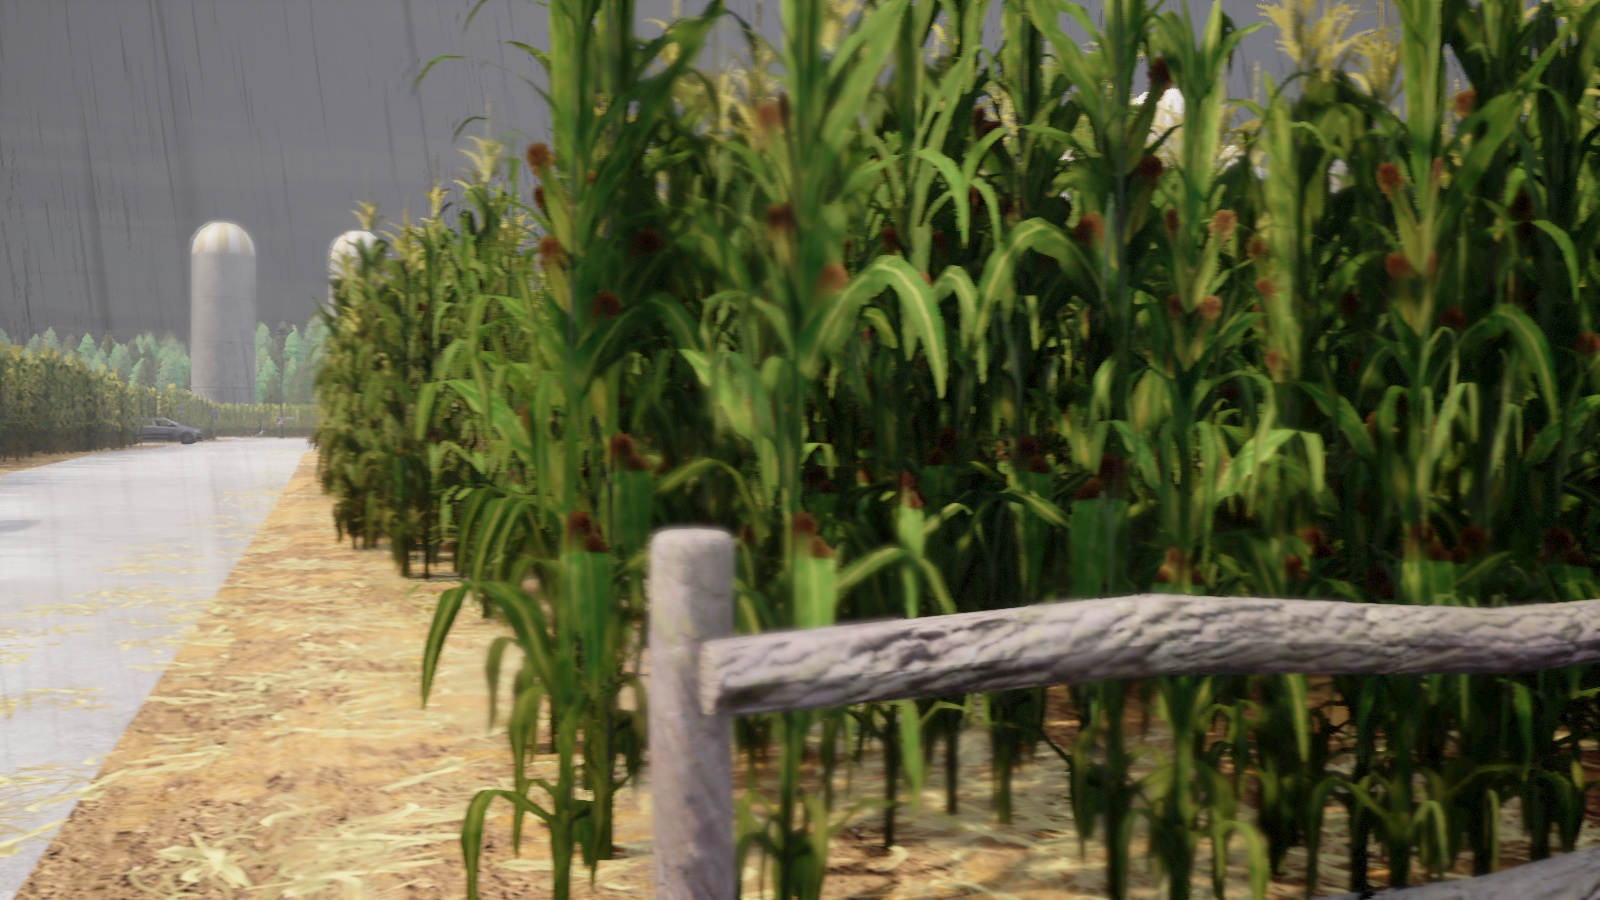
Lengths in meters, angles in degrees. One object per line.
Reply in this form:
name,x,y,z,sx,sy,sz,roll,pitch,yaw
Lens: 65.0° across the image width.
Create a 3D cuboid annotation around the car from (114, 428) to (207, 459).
car,-37.272,-0.392,73.338,4.611,1.667,2.242,-2,1,-21
